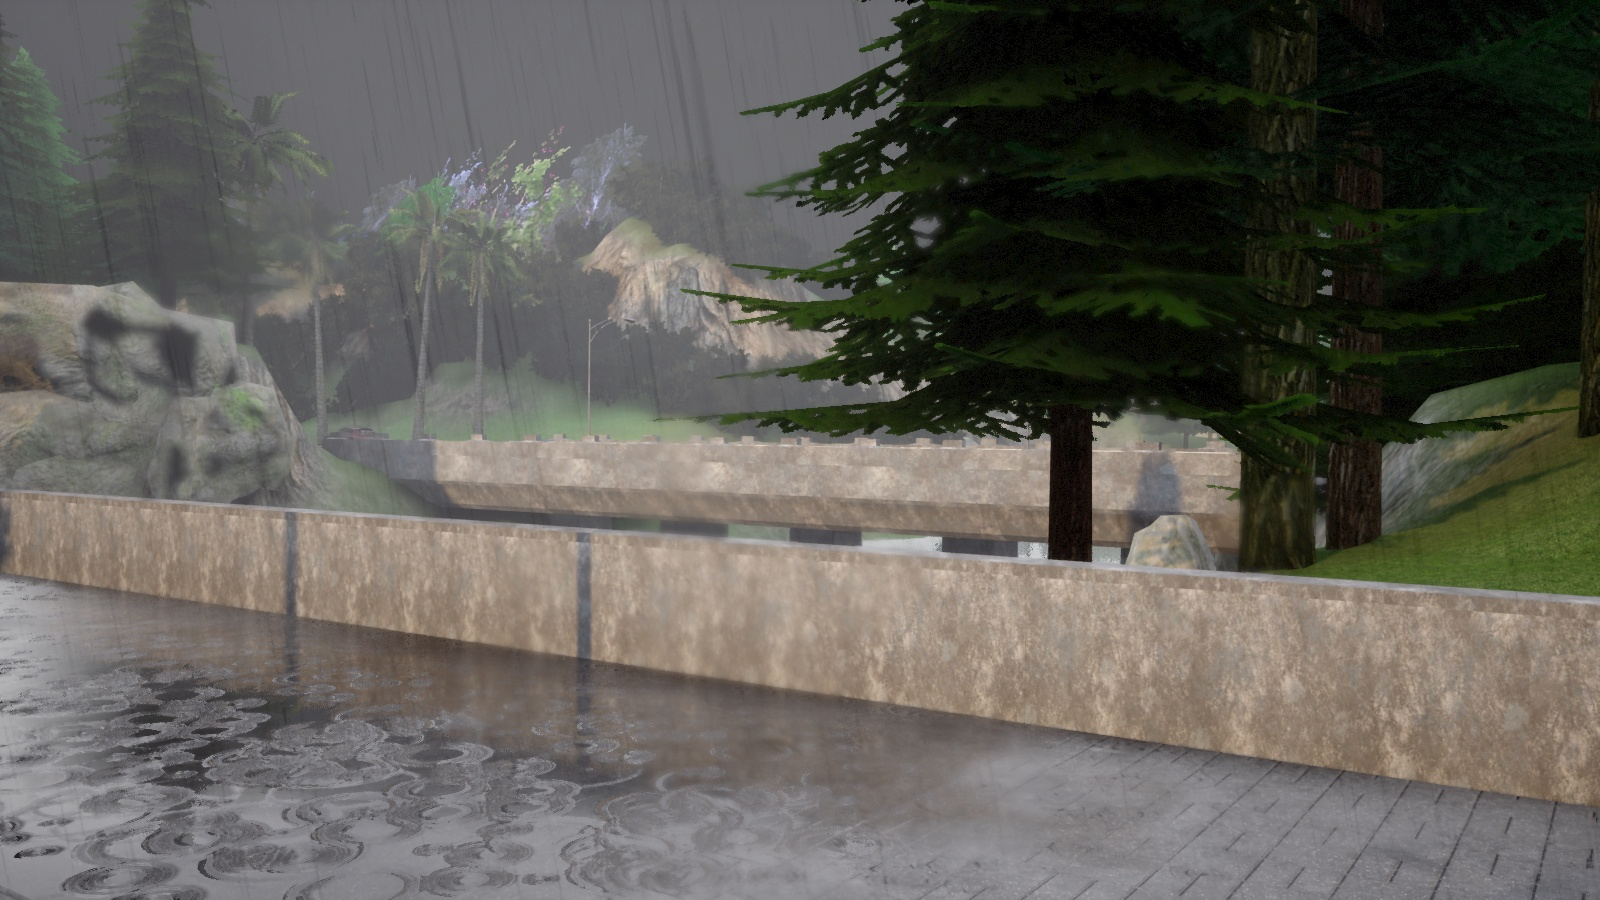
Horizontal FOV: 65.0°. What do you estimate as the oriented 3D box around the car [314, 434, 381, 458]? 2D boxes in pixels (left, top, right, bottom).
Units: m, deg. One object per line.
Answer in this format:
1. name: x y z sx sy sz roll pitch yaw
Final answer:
1. car: -32.694 -0.282 90.731 4.856 1.649 2.033 0 1 34
